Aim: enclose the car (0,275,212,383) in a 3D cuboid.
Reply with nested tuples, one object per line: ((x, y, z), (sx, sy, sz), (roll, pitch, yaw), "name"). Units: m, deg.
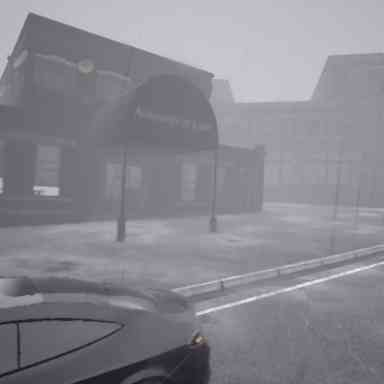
((-1.955, 1.525, 2.619), (4.674, 1.442, 1.812), (0, 0, -36), "car")
